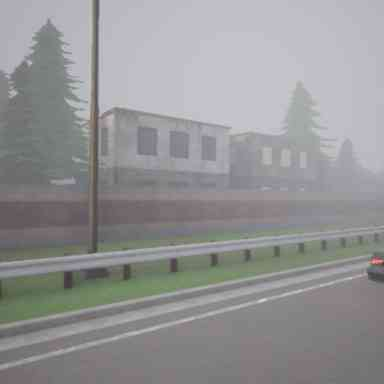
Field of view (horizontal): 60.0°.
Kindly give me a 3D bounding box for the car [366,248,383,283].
[{"bbox_3d":[6.640,1.683,8.581,5.357,1.411,2.033,1,-1,-35],"label":"car"}]
